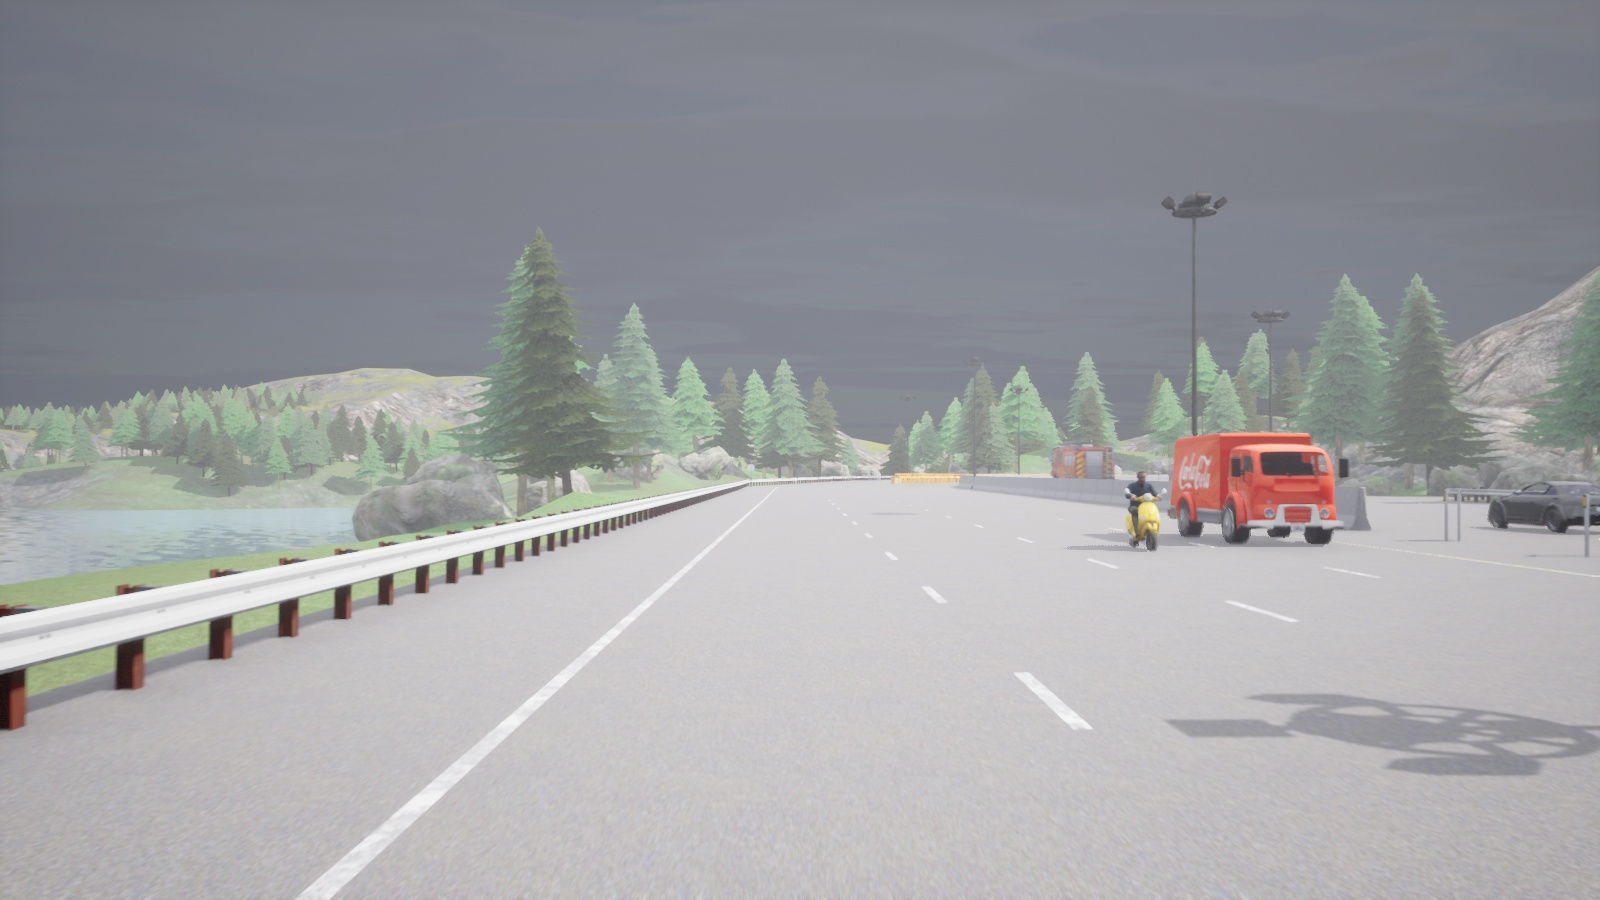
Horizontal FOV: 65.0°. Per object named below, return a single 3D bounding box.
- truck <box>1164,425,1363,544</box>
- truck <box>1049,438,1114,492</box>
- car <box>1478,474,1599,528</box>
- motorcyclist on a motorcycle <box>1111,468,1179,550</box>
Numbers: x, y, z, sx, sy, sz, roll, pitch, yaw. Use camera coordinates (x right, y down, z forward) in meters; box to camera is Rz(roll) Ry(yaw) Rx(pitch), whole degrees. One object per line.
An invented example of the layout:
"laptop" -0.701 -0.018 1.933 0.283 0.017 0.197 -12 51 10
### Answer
"truck" 10.431 0.772 28.833 2.627 2.467 5.204 0 -1 0
"truck" 20.699 1.121 92.814 2.891 3.827 8.468 0 -1 0
"car" 20.919 1.377 34.784 1.994 1.385 4.181 0 -1 0
"motorcyclist on a motorcycle" 6.940 1.165 25.364 0.866 1.590 1.817 0 -1 0
